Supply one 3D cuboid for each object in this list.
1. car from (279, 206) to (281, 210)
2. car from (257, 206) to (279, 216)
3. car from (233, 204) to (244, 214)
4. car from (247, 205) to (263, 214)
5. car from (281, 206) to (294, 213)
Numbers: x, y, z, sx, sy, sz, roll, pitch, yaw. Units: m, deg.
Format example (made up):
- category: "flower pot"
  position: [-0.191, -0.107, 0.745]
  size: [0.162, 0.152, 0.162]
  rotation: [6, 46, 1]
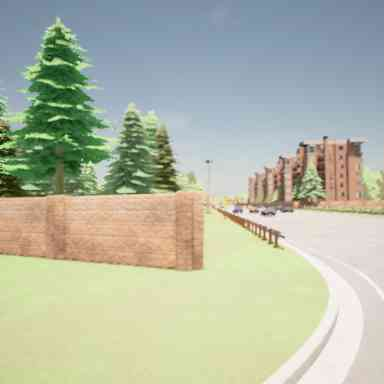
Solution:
- category: "car"
  position: [16.753, 3.801, 70.533]
  size: [2.033, 1.411, 5.357]
  rotation: [-1, -2, 2]
- category: "car"
  position: [12.752, 3.403, 55.966]
  size: [1.895, 1.301, 4.718]
  rotation: [-1, -2, 2]
- category: "car"
  position: [9.724, 3.841, 69.853]
  size: [1.812, 1.442, 4.674]
  rotation: [-1, -2, 2]
- category: "car"
  position: [13.249, 3.893, 70.462]
  size: [1.895, 1.301, 4.718]
  rotation: [-1, -2, 2]
- category: "car"
  position: [20.260, 3.777, 70.637]
  size: [1.994, 1.385, 4.181]
  rotation: [-1, -2, 2]
